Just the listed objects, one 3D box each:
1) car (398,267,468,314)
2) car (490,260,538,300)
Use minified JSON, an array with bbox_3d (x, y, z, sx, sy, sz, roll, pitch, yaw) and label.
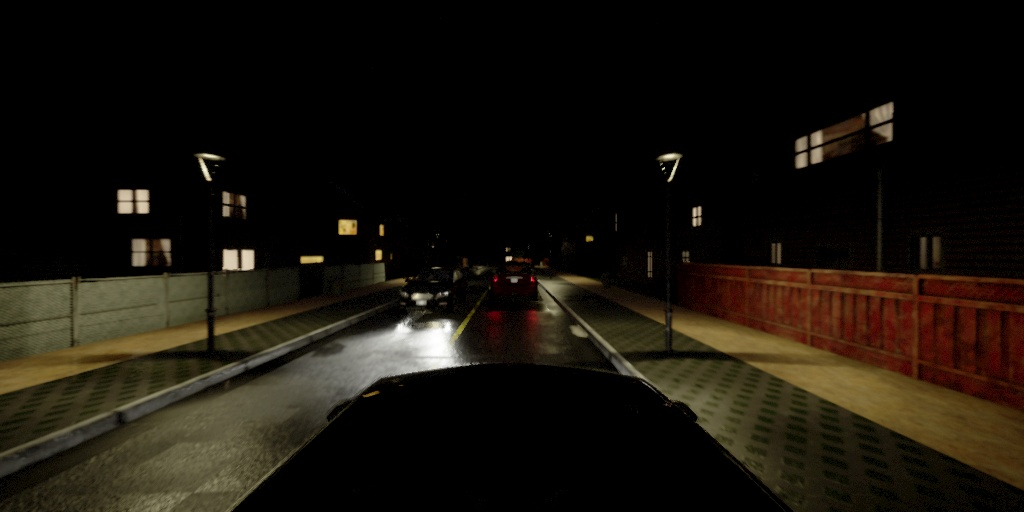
[{"bbox_3d":[-2.816,1.199,13.652,2.128,1.511,4.902,0,0,0],"label":"car"},{"bbox_3d":[0.096,1.049,17.288,2.097,1.767,4.553,0,0,0],"label":"car"}]
